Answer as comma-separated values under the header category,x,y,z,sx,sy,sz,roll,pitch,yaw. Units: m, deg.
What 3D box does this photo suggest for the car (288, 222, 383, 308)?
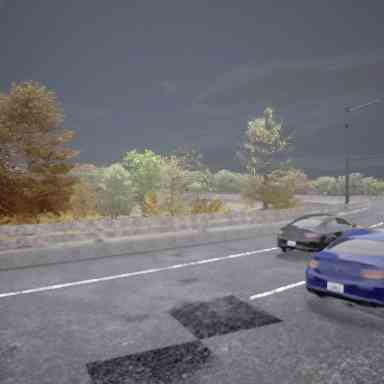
category,x,y,z,sx,sy,sz,roll,pitch,yaw
car,4.340,1.539,7.426,4.674,1.442,1.812,0,0,-40

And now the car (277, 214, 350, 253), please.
category,x,y,z,sx,sy,sz,roll,pitch,yaw
car,5.061,1.553,12.691,4.674,1.442,1.812,0,0,-42
